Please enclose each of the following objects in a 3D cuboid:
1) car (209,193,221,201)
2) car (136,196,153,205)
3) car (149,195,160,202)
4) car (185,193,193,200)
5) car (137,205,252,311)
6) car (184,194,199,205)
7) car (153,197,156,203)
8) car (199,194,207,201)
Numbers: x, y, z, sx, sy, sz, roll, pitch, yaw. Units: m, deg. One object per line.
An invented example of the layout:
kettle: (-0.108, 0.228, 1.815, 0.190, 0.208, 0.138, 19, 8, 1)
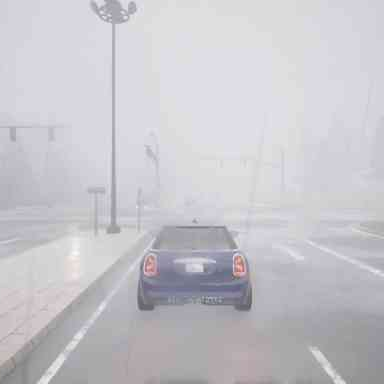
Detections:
car: (6.257, 1.215, 85.053, 2.150, 2.045, 5.566, 0, 0, -1)
car: (-8.349, 1.505, 57.088, 1.837, 1.490, 4.892, 0, 0, -1)
car: (-8.602, 1.540, 76.735, 2.033, 1.411, 5.357, 0, 0, -1)
car: (-0.924, 1.189, 95.614, 2.150, 2.045, 5.566, 0, 0, -1)
car: (0.061, 1.352, 7.935, 2.097, 1.767, 4.553, 0, 0, 0)
car: (-0.225, 1.526, 54.755, 1.812, 1.442, 4.674, 0, 0, -1)
car: (-8.448, 1.505, 66.297, 1.837, 1.490, 4.892, 0, 0, -1)
car: (2.752, 1.513, 85.320, 1.812, 1.442, 4.674, 0, 0, -1)
